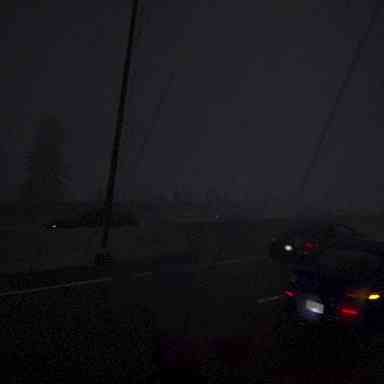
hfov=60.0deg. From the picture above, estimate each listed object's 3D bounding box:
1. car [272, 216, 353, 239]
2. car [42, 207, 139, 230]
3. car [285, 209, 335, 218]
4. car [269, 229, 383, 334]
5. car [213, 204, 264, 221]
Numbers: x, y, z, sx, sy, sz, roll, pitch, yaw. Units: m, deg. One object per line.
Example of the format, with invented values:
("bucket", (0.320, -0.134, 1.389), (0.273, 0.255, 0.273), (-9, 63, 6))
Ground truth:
("car", (4.572, 1.707, 11.307), (4.181, 1.385, 1.994), (1, -1, -35))
("car", (-5.214, 1.586, 17.470), (4.892, 1.490, 1.837), (1, -1, -35))
("car", (8.104, 1.841, 22.669), (4.181, 1.385, 1.994), (1, -1, -35))
("car", (3.750, 1.620, 6.421), (4.674, 1.442, 1.812), (1, -1, -35))
("car", (3.982, 1.768, 28.327), (4.902, 1.511, 2.128), (1, -1, -35))
